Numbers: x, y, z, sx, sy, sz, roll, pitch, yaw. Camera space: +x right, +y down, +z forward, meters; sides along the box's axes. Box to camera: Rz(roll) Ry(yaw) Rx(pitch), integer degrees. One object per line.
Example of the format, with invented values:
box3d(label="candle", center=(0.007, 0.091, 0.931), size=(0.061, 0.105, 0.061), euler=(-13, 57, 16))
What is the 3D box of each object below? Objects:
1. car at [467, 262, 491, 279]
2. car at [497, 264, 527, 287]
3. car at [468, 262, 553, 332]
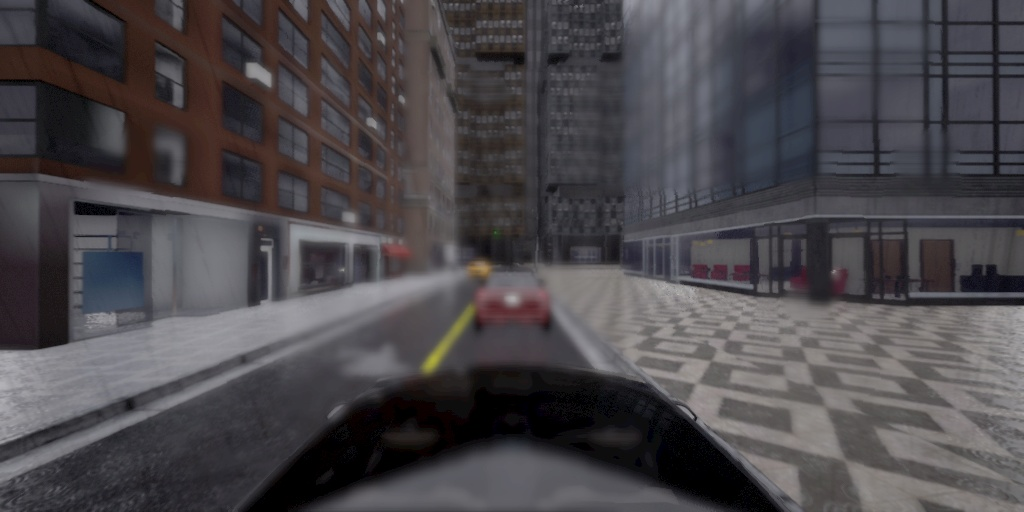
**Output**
box3d(label="car", center=(-3.174, 1.361, 35.606), size=(1.882, 1.535, 5.008), euler=(0, 0, 0))
box3d(label="car", center=(0.000, 1.394, 27.123), size=(2.033, 1.411, 5.357), euler=(0, 0, 0))
box3d(label="car", center=(0.035, 1.135, 11.190), size=(2.097, 1.767, 4.553), euler=(0, 0, 0))
